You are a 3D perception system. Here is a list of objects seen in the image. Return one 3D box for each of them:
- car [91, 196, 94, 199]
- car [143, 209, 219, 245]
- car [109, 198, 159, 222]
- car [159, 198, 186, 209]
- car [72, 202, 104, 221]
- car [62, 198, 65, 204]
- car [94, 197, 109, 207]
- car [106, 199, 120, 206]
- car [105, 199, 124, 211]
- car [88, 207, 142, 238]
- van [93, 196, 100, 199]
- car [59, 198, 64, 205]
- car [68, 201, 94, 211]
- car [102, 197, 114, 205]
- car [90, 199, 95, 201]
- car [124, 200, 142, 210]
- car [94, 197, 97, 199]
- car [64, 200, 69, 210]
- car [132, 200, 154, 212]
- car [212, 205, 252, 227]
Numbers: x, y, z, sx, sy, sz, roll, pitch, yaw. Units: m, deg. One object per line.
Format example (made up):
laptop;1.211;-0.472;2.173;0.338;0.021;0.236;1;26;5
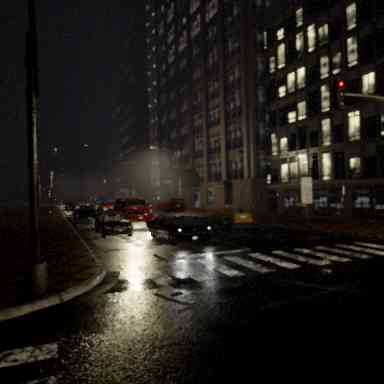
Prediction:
car;-24.736;2.254;86.660;2.008;1.369;4.403;-1;0;-23
car;-0.748;1.764;16.884;1.895;1.301;4.718;-1;0;-24
car;-4.671;1.476;25.869;2.150;2.045;5.566;-1;0;-23
car;-2.276;1.520;34.915;2.192;1.841;5.009;-1;0;-23
car;-9.940;1.939;31.537;1.947;1.339;4.313;-1;0;-23
car;-18.928;2.120;52.240;1.887;1.381;4.507;-1;0;-23
car;-8.590;1.696;34.921;2.097;1.767;4.553;-1;0;-23
car;-15.751;2.051;65.962;1.887;1.381;4.507;-1;0;-23
car;-11.842;1.897;50.434;1.882;1.535;5.008;-1;0;-23
car;-4.577;1.800;19.253;2.008;1.369;4.403;-1;0;-23
van;-22.492;1.996;81.486;1.690;1.788;3.998;-1;0;-23
car;-32.411;2.311;83.297;1.967;1.590;4.097;-1;0;-23
car;-12.187;1.975;36.713;2.008;1.369;4.403;-1;0;-23
car;-17.998;1.996;71.137;1.967;1.590;4.097;-1;0;-23
car;-12.597;2.036;44.262;1.895;1.301;4.718;-1;0;-23
car;-9.011;1.939;50.437;1.802;1.307;4.206;-1;0;-23
car;-15.814;2.071;59.576;1.994;1.385;4.181;-1;0;-23
car;-16.681;2.107;47.064;1.802;1.307;4.206;-1;0;-23
car;-6.765;1.852;45.263;1.887;1.381;4.507;-1;0;-23
car;2.450;1.622;23.939;1.752;1.417;4.829;-1;0;-23
